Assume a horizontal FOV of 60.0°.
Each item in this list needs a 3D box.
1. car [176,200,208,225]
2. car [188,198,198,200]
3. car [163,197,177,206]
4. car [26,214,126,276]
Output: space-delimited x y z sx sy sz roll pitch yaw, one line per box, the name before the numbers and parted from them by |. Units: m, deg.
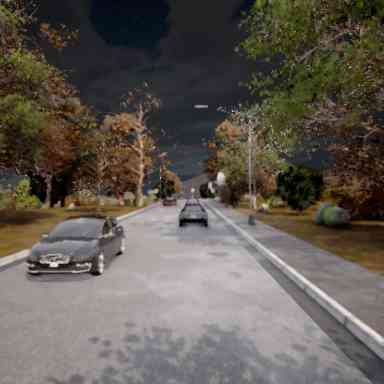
car | 0.097 1.543 23.628 1.994 1.385 4.181 0 0 0
car | 0.095 1.488 42.633 1.994 1.385 4.181 0 0 0
car | -3.326 1.466 50.651 1.994 1.385 4.181 0 0 0
car | -3.350 1.514 10.496 1.837 1.490 4.892 0 0 0
